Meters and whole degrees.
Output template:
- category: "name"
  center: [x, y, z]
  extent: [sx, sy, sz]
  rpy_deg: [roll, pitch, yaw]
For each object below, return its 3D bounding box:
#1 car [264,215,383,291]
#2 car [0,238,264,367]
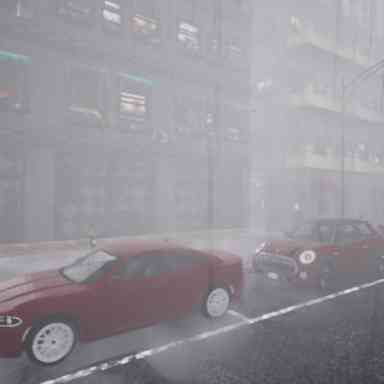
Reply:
- category: "car"
  center: [3.562, 1.483, 9.094]
  extent: [4.097, 1.590, 1.967]
  rpy_deg: [0, 0, -36]
- category: "car"
  center: [-1.071, 1.557, 5.789]
  extent: [4.507, 1.381, 1.887]
  rpy_deg: [0, 0, -36]
